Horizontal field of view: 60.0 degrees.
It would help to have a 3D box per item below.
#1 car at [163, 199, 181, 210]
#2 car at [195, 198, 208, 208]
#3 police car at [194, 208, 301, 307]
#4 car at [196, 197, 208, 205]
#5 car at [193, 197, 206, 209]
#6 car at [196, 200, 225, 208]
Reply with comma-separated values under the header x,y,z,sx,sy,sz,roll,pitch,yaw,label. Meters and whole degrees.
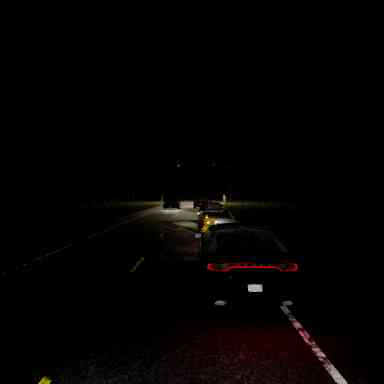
x,y,z,sx,sy,sz,roll,pitch,yaw,label
-2.546,1.541,42.650,1.994,1.385,4.181,0,0,3,car
1.397,1.471,24.060,1.882,1.535,5.008,0,0,2,car
1.097,1.425,8.220,1.930,1.638,5.238,0,0,1,police car
1.856,1.557,57.877,1.895,1.301,4.718,0,0,4,car
1.215,1.450,45.781,1.882,1.535,5.008,0,0,3,car
1.257,1.452,18.270,1.801,1.575,5.366,0,0,1,car
